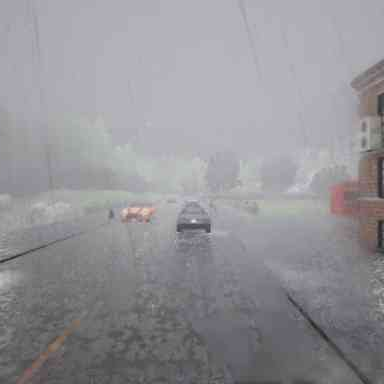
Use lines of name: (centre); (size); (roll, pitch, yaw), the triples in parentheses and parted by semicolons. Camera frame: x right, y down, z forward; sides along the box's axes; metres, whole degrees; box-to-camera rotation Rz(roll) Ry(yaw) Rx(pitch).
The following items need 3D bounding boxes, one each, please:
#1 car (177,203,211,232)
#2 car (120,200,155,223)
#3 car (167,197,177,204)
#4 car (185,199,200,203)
car: (0.095, 1.597, 20.593); (1.994, 1.385, 4.181); (0, 0, 0)
car: (-4.081, 1.393, 25.634); (2.097, 1.767, 4.553); (0, 0, 0)
car: (-4.002, 1.604, 66.357); (2.033, 1.411, 5.357); (0, 0, 0)
car: (0.103, 1.597, 44.303); (1.812, 1.442, 4.674); (0, 0, 0)
